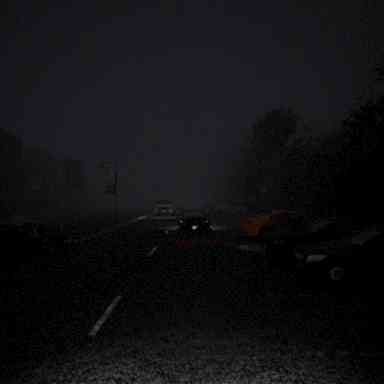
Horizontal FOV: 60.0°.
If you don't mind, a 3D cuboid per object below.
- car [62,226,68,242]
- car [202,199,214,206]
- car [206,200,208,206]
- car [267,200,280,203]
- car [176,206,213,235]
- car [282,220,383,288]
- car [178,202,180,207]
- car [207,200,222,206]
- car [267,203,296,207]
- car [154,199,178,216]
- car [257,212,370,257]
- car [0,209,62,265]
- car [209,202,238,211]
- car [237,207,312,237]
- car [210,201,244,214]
[{"bbox_3d":[-7.984,1.658,14.566,4.892,1.521,2.231,0,-1,0],"label":"car"},{"bbox_3d":[5.241,2.736,79.819,4.553,1.767,2.185,0,-1,0],"label":"car"},{"bbox_3d":[5.159,2.346,52.210,4.892,1.521,2.231,0,-1,0],"label":"car"},{"bbox_3d":[17.379,2.357,68.174,5.008,1.535,1.882,-1,-4,-1],"label":"car"},{"bbox_3d":[0.127,1.801,20.514,1.812,1.442,4.674,0,-1,0],"label":"car"},{"bbox_3d":[5.096,1.619,8.953,4.674,1.452,2.002,0,-1,0],"label":"car"},{"bbox_3d":[-3.159,2.594,58.958,1.994,1.385,4.181,0,-1,0],"label":"car"},{"bbox_3d":[5.165,2.284,48.937,5.008,1.535,2.097,0,-1,0],"label":"car"},{"bbox_3d":[9.416,1.967,31.760,4.181,1.385,1.994,-2,-3,-12],"label":"car"},{"bbox_3d":[-3.285,1.876,40.895,2.150,2.045,5.566,0,-1,0],"label":"car"},{"bbox_3d":[5.102,1.614,11.741,5.008,1.535,2.097,0,-1,0],"label":"car"},{"bbox_3d":[-7.954,1.365,11.768,5.566,2.045,2.435,0,-1,0],"label":"car"},{"bbox_3d":[5.167,2.446,55.484,4.674,1.452,2.002,0,-1,0],"label":"car"},{"bbox_3d":[5.101,1.698,17.308,5.008,1.535,2.097,0,-1,0],"label":"car"},{"bbox_3d":[5.151,2.265,45.788,4.674,1.452,2.002,0,-1,0],"label":"car"}]
